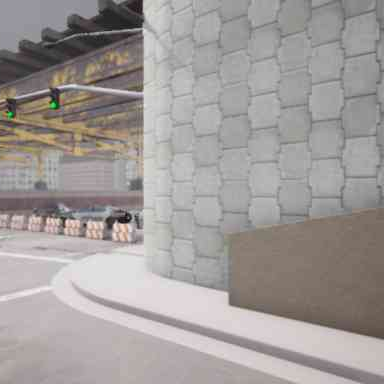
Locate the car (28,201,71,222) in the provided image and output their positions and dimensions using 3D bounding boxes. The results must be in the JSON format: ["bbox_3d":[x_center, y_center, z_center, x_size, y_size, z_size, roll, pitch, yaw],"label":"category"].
[{"bbox_3d":[-10.210,1.345,24.144,1.853,1.218,4.536,0,0,-9],"label":"car"}]

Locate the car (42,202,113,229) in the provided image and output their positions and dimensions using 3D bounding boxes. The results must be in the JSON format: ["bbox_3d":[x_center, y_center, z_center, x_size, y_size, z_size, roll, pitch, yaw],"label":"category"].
[{"bbox_3d":[-6.511,1.492,21.332,4.974,1.542,2.038,0,0,1],"label":"car"}]

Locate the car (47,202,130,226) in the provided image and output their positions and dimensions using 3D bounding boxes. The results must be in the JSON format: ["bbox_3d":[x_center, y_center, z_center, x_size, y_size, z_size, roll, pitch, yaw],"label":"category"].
[{"bbox_3d":[-6.459,1.335,21.332,4.536,1.218,1.853,0,0,1],"label":"car"}]

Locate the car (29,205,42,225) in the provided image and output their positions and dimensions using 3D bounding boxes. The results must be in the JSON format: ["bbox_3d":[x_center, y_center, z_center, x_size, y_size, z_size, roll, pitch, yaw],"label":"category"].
[{"bbox_3d":[-10.200,1.503,24.093,2.038,1.542,4.974,0,0,-9],"label":"car"}]

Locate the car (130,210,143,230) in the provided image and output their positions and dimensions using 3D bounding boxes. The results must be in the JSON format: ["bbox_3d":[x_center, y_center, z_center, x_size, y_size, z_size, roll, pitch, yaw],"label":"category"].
[{"bbox_3d":[-1.747,1.480,18.738,2.038,1.542,4.974,0,0,-24],"label":"car"}]
